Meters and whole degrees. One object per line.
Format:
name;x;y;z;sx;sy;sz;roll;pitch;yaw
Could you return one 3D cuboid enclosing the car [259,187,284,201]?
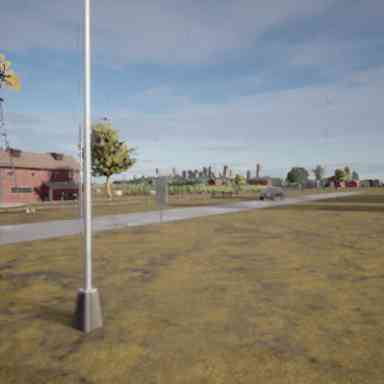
car;12.319;0.308;50.977;2.150;2.045;5.566;1;2;36
